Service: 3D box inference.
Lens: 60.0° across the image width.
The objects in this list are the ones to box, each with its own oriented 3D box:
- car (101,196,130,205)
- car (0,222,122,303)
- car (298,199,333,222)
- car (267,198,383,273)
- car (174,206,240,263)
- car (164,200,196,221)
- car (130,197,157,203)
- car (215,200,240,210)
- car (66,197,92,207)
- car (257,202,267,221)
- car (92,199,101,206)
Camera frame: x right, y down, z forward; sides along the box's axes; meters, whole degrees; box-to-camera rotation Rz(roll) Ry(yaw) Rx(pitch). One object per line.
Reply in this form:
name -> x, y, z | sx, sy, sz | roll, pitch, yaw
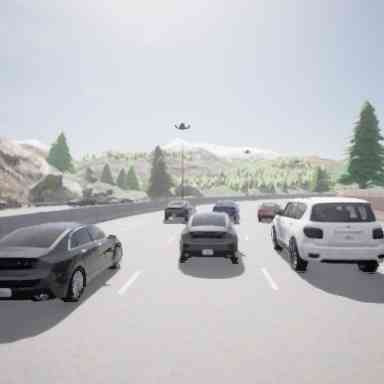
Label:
car -> -10.285, 1.450, 47.505 | 2.033, 1.411, 5.357 | 0, 0, 17
car -> -3.135, 1.491, 8.193 | 1.837, 1.490, 4.892 | 0, 0, 4
car -> 9.849, 1.391, 26.898 | 1.882, 1.535, 5.008 | 0, 0, 11
car -> 4.033, 1.186, 10.788 | 2.150, 2.045, 5.566 | 0, 0, 4
car -> 0.652, 1.474, 11.935 | 1.837, 1.490, 4.892 | 0, 0, 5
car -> -0.884, 1.440, 26.671 | 1.837, 1.490, 4.892 | 0, 0, 11
car -> -6.447, 1.442, 47.941 | 2.033, 1.411, 5.357 | 0, 0, 18
car -> 2.853, 1.404, 27.568 | 1.882, 1.535, 5.008 | 0, 0, 11
car -> -16.663, 1.455, 50.540 | 2.033, 1.411, 5.357 | 0, 0, 18
car -> 6.169, 1.487, 26.272 | 1.994, 1.385, 4.181 | 0, 0, 11
car -> -12.719, 1.404, 51.160 | 1.837, 1.490, 4.892 | 0, 0, 19
